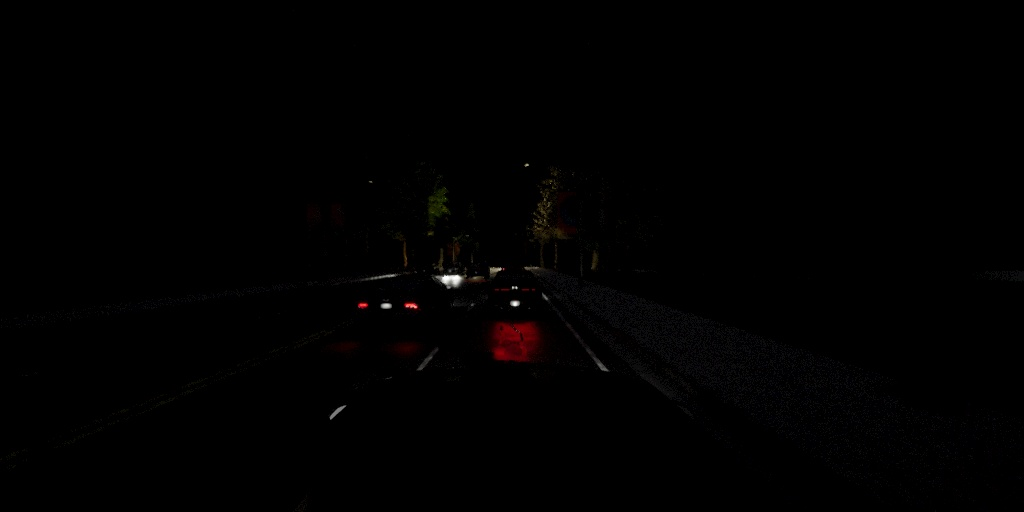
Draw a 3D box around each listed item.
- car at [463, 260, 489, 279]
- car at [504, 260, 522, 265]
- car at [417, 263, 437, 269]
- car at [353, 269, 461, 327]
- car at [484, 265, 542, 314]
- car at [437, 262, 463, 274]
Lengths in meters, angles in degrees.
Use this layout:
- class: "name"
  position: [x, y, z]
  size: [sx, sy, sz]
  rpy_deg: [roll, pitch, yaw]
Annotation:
- class: "car"
  position: [-3.143, 1.319, 33.892]
  size: [1.882, 1.535, 5.008]
  rpy_deg: [0, 0, 0]
- class: "car"
  position: [0.106, 1.179, 31.865]
  size: [2.097, 1.767, 4.553]
  rpy_deg: [0, 0, 0]
- class: "car"
  position: [-9.830, 1.478, 42.218]
  size: [1.994, 1.385, 4.181]
  rpy_deg: [0, -1, 0]
- class: "car"
  position: [-3.148, 1.303, 11.489]
  size: [2.033, 1.411, 5.357]
  rpy_deg: [0, 0, 0]
- class: "car"
  position: [0.102, 1.262, 13.830]
  size: [1.837, 1.490, 4.892]
  rpy_deg: [0, 0, 0]
- class: "car"
  position: [-6.584, 1.389, 40.557]
  size: [2.128, 1.511, 4.902]
  rpy_deg: [0, -1, 0]
